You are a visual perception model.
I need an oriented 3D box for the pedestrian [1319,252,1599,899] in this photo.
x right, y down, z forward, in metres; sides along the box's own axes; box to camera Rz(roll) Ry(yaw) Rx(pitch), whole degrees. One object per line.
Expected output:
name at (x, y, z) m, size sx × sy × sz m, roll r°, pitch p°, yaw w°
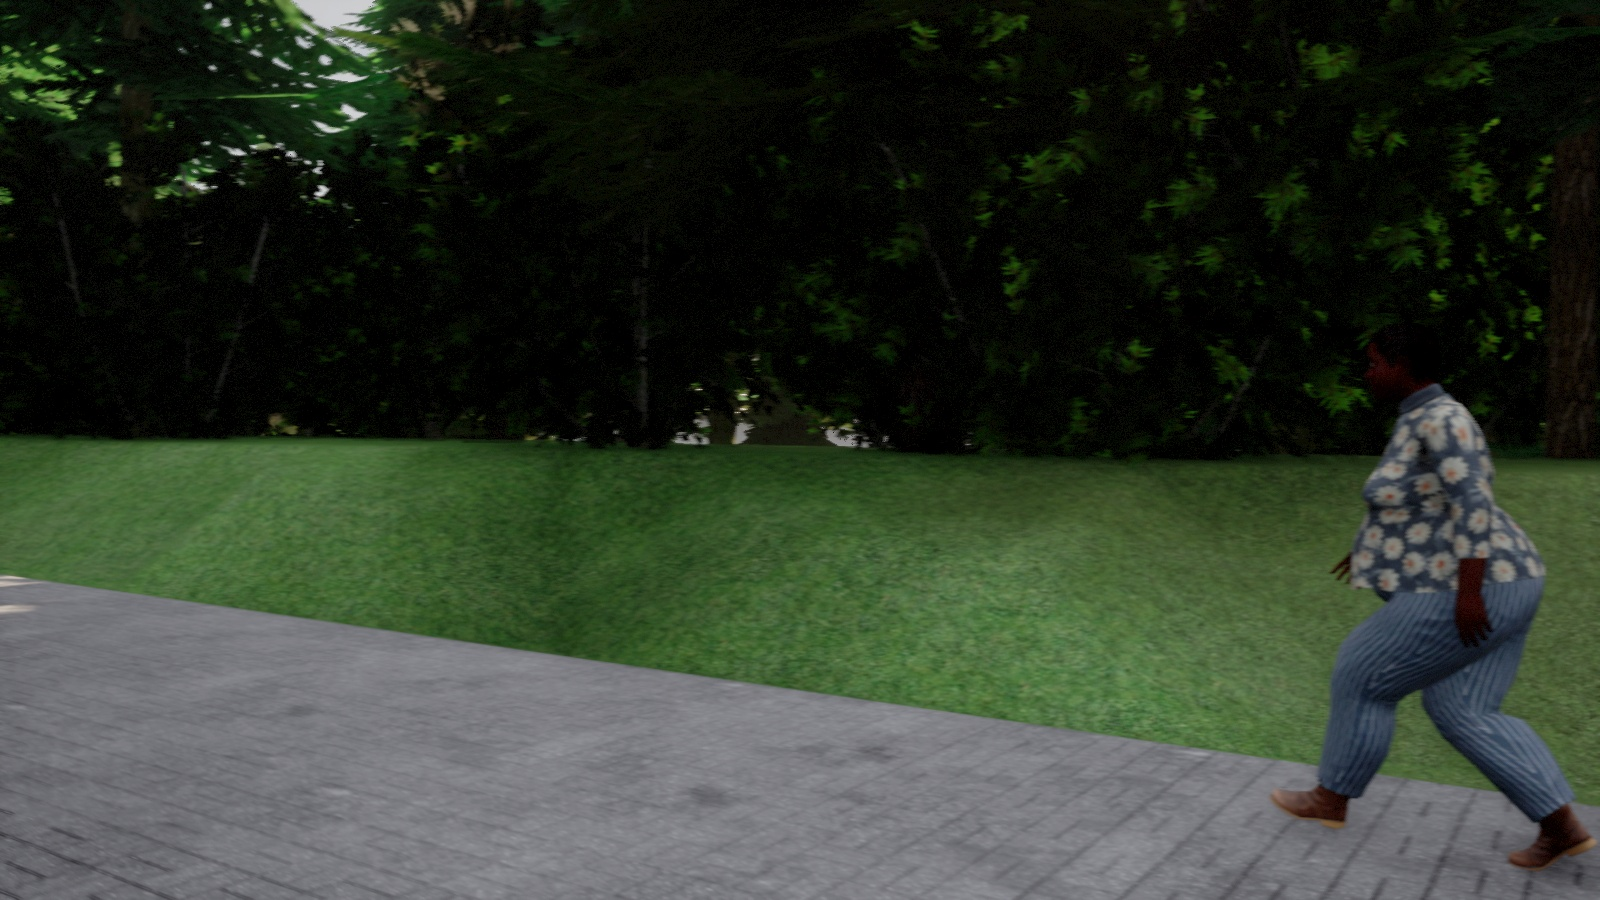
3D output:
pedestrian at (2.268, 0.365, 4.069) m, size 0.900 × 1.855 × 0.874 m, roll 0°, pitch 1°, yaw 36°
